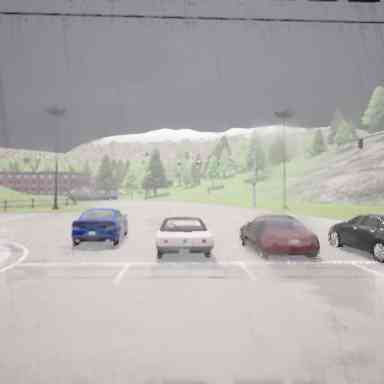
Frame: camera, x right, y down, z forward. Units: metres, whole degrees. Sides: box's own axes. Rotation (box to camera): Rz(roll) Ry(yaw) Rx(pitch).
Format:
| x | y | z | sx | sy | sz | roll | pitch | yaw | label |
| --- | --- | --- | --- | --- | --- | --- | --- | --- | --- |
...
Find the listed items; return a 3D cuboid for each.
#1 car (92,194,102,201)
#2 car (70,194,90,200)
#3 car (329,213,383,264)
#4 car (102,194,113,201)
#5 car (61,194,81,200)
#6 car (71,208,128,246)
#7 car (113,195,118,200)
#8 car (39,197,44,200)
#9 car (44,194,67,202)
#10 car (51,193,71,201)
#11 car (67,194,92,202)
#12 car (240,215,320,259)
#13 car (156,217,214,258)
| x | y | z | sx | sy | sz | roll | pitch | yaw | label |
| --- | --- | --- | --- | --- | --- | --- | --- | --- | --- |
| -24.229 | 1.476 | 78.759 | 4.181 | 1.385 | 1.994 | 0 | 0 | 32 | car |
| -30.180 | 1.358 | 89.810 | 4.902 | 1.511 | 2.128 | 0 | 0 | 21 | car |
| 6.686 | 1.495 | 11.852 | 1.837 | 1.490 | 4.892 | 0 | 1 | -4 | car |
| -22.595 | 1.276 | 81.878 | 4.553 | 1.767 | 2.097 | 0 | 0 | 32 | car |
| -31.534 | 1.344 | 86.582 | 4.892 | 1.490 | 1.837 | 0 | 0 | 21 | car |
| -4.114 | 1.463 | 15.415 | 1.882 | 1.535 | 5.008 | 0 | 0 | -5 | car |
| -21.140 | 1.418 | 85.103 | 4.892 | 1.490 | 1.837 | 0 | 0 | 32 | car |
| -34.629 | 1.392 | 80.278 | 4.674 | 1.442 | 1.812 | 0 | 0 | 18 | car |
| -30.027 | 1.428 | 74.160 | 4.892 | 1.490 | 1.837 | 0 | 0 | 28 | car |
| -32.859 | 1.210 | 83.344 | 4.553 | 1.767 | 2.097 | 0 | 0 | 21 | car |
| -25.503 | 1.427 | 75.403 | 4.892 | 1.490 | 1.837 | 0 | 0 | 35 | car |
| 3.123 | 1.552 | 12.613 | 1.994 | 1.385 | 4.181 | 0 | 0 | -4 | car |
| -0.382 | 1.589 | 12.764 | 1.895 | 1.301 | 4.718 | 0 | 0 | -4 | car |
